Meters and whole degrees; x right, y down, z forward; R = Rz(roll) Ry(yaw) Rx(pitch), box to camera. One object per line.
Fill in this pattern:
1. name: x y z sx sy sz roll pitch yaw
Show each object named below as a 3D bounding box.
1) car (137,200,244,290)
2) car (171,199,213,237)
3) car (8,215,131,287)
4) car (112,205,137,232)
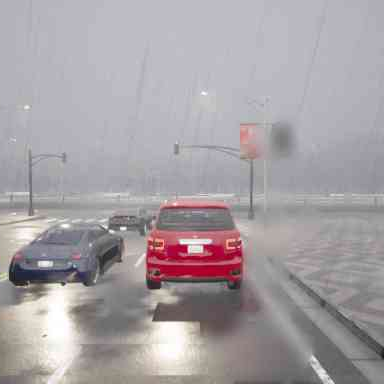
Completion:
1. car: 0.044 1.216 9.223 2.150 2.045 5.566 0 0 -1
2. car: -0.025 1.341 18.813 2.097 1.767 4.553 0 0 0
3. car: -3.216 1.558 9.365 1.994 1.385 4.181 0 0 1
4. car: -3.275 1.494 18.266 1.837 1.490 4.892 0 0 0
